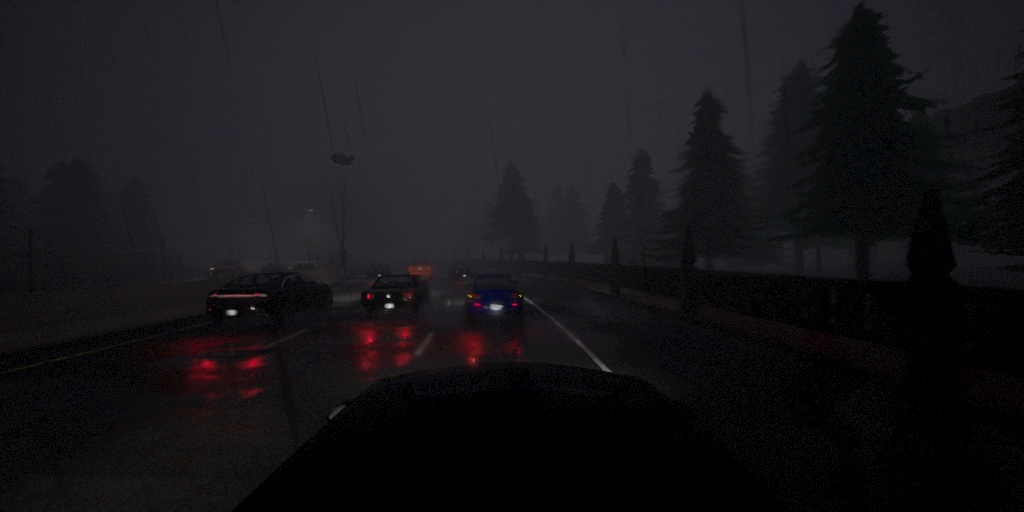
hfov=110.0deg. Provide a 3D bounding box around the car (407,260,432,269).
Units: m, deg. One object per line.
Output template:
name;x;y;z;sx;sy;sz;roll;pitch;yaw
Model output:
car;-8.381;1.132;32.437;2.097;1.767;4.553;0;0;-17

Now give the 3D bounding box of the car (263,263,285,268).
car;-26.259;1.450;39.704;1.895;1.301;4.718;0;0;-25

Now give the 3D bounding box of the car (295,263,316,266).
car;-21.368;1.394;37.135;1.994;1.385;4.181;0;0;-22

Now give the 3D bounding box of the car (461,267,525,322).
car;-0.682;1.277;12.333;1.812;1.442;4.674;0;0;-6

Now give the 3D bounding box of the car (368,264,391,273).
car;-12.235;1.396;33.214;1.895;1.301;4.718;0;0;-18

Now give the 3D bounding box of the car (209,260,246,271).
car;-28.540;1.209;36.124;2.097;1.767;4.553;0;0;-24

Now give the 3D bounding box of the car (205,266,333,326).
car;-7.631;1.270;11.848;2.128;1.511;4.902;0;0;-6

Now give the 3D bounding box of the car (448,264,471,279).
car;-4.624;1.366;32.310;1.895;1.301;4.718;0;0;-16

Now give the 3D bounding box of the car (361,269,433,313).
car;-4.342;1.367;14.134;1.895;1.301;4.718;0;0;-7
